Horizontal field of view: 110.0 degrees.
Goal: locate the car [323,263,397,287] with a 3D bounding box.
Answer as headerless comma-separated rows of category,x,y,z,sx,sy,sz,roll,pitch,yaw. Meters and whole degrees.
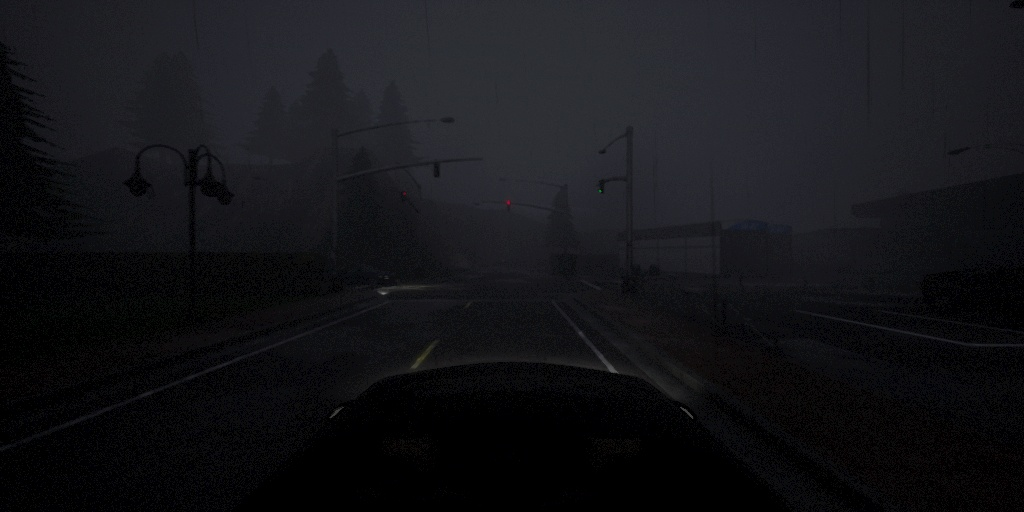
car,-10.029,1.210,23.357,5.008,1.535,1.882,1,0,10

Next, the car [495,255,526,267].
car,-0.122,0.795,59.188,5.566,2.045,2.150,0,-1,-39
